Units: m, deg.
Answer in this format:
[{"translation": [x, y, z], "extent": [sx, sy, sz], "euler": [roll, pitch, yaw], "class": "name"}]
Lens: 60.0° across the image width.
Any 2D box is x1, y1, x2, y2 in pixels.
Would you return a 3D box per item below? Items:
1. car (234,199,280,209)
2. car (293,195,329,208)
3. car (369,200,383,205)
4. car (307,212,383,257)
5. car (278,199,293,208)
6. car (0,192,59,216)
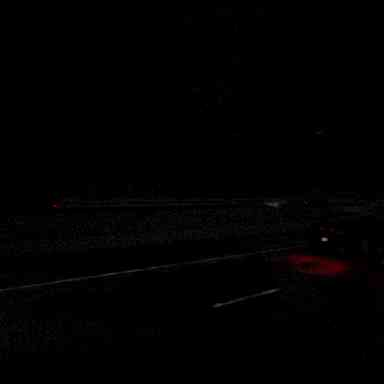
[{"translation": [5.620, 1.610, 30.406], "extent": [4.181, 1.385, 1.994], "euler": [1, 0, -37], "class": "car"}, {"translation": [15.014, 1.350, 41.955], "extent": [5.566, 2.045, 2.150], "euler": [1, 0, -37], "class": "car"}, {"translation": [21.704, 1.695, 38.253], "extent": [5.008, 1.535, 1.882], "euler": [1, 0, -37], "class": "car"}, {"translation": [6.703, 1.564, 13.383], "extent": [5.008, 1.535, 1.882], "euler": [1, 0, -37], "class": "car"}, {"translation": [10.505, 1.599, 42.924], "extent": [4.674, 1.442, 1.812], "euler": [1, 0, -37], "class": "car"}, {"translation": [-11.627, 1.044, 21.668], "extent": [5.566, 2.045, 2.150], "euler": [1, 0, -37], "class": "car"}]
